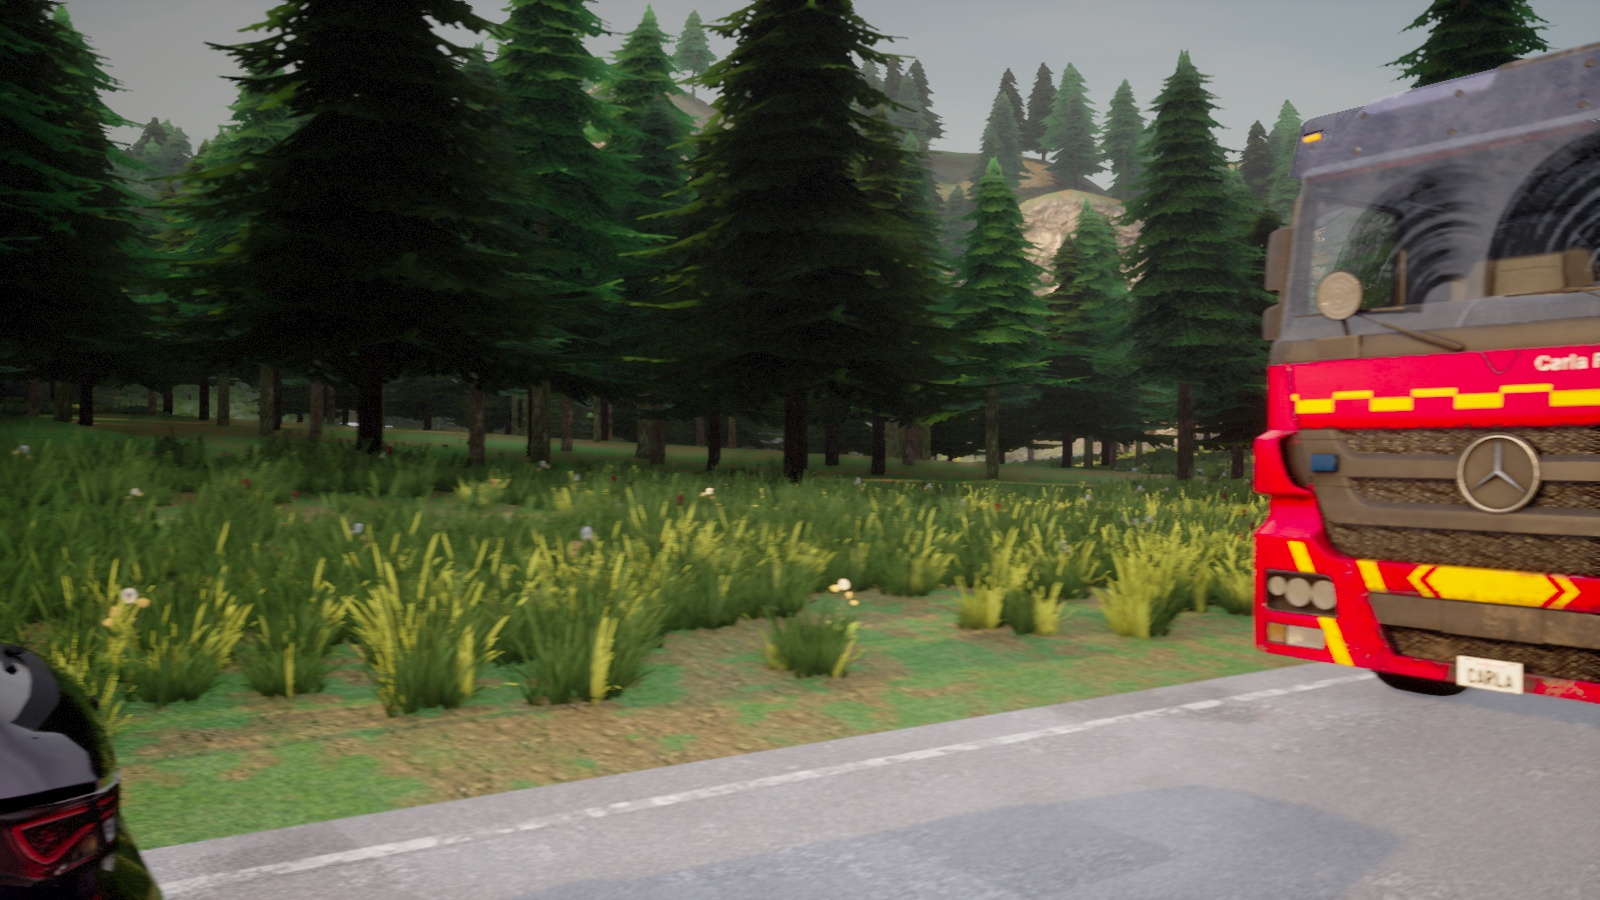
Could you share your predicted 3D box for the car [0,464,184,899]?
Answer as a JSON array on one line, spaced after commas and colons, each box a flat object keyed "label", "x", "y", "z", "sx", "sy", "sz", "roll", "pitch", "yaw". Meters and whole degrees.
[{"label": "car", "x": -3.173, "y": 0.769, "z": 1.449, "sx": 4.193, "sy": 1.474, "sz": 1.816, "roll": 0, "pitch": 0, "yaw": -35}]

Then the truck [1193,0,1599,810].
[{"label": "truck", "x": 6.481, "y": -0.415, "z": 8.179, "sx": 8.468, "sy": 3.827, "sz": 2.891, "roll": 0, "pitch": 0, "yaw": -35}]
